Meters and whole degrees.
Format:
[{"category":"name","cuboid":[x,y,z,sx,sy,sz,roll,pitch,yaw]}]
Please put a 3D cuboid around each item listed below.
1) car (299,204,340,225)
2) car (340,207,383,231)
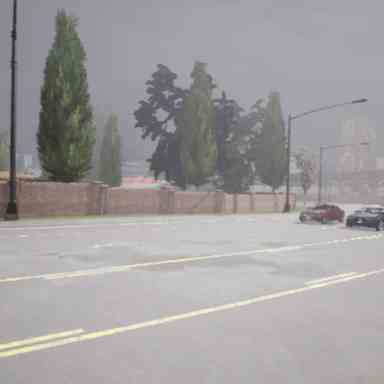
[{"category":"car","cuboid":[9.845,1.608,24.861,4.674,1.442,1.812,2,0,-43]},{"category":"car","cuboid":[11.874,1.724,22.002,4.181,1.385,1.994,2,0,-43]}]
